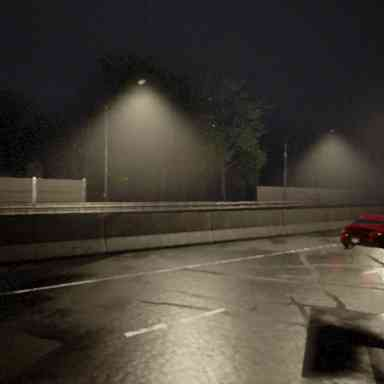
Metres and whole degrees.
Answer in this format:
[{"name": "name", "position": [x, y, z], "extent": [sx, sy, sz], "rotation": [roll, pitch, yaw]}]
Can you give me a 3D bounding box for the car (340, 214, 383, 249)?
[{"name": "car", "position": [8.045, 1.664, 13.890], "extent": [4.674, 1.442, 1.812], "rotation": [0, 0, -35]}]
